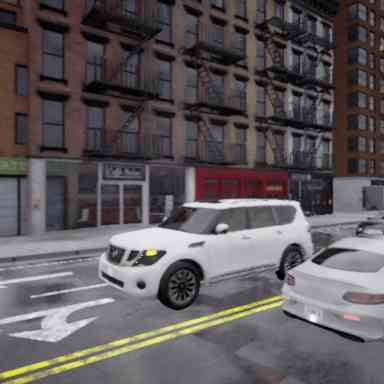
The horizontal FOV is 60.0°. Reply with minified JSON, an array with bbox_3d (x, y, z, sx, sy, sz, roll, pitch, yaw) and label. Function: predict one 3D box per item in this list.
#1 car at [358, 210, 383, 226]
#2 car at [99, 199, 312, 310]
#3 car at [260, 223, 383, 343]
[{"bbox_3d":[8.788,1.455,13.983,4.902,1.511,2.128,0,0,-36],"label":"car"},{"bbox_3d":[0.641,1.210,8.152,5.566,2.045,2.150,0,0,-36],"label":"car"},{"bbox_3d":[3.576,1.512,6.007,4.674,1.442,1.812,0,0,-36],"label":"car"}]
